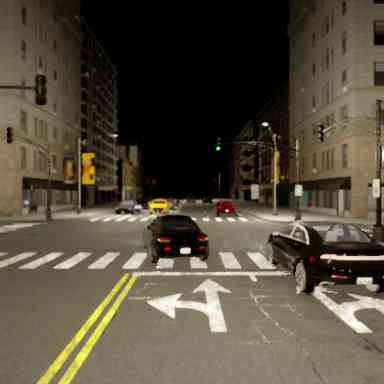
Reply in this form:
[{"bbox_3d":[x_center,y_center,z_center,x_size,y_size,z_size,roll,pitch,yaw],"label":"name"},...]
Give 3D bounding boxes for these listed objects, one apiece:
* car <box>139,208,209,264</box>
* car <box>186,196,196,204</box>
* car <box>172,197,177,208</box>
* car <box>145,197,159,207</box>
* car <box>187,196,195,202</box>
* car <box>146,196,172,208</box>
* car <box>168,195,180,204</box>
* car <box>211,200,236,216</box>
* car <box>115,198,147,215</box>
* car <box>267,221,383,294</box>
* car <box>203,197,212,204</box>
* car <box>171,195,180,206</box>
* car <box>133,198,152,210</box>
[{"bbox_3d":[-0.705,1.541,11.930,1.812,1.442,4.674,0,0,-13],"label":"car"},{"bbox_3d":[-0.189,1.691,66.212,1.895,1.301,4.718,0,0,0],"label":"car"},{"bbox_3d":[-3.457,1.668,45.186,1.895,1.301,4.718,0,0,0],"label":"car"},{"bbox_3d":[-6.658,1.605,55.435,1.812,1.442,4.674,0,0,0],"label":"car"},{"bbox_3d":[-0.226,1.653,78.627,1.994,1.385,4.181,0,0,0],"label":"car"},{"bbox_3d":[-3.454,1.532,35.848,1.882,1.535,5.008,0,0,-1],"label":"car"},{"bbox_3d":[-3.436,1.441,64.599,2.097,1.767,4.553,0,0,0],"label":"car"},{"bbox_3d":[3.258,1.576,33.197,1.812,1.442,4.674,0,0,0],"label":"car"},{"bbox_3d":[-6.668,1.601,35.544,2.033,1.411,5.357,0,0,4],"label":"car"},{"bbox_3d":[3.326,1.504,8.839,2.128,1.511,4.902,0,0,0],"label":"car"},{"bbox_3d":[3.066,1.637,65.217,2.033,1.411,5.357,0,0,0],"label":"car"},{"bbox_3d":[-3.417,1.430,54.637,2.097,1.767,4.553,0,0,0],"label":"car"},{"bbox_3d":[-6.707,1.572,45.283,1.837,1.490,4.892,0,0,0],"label":"car"}]
